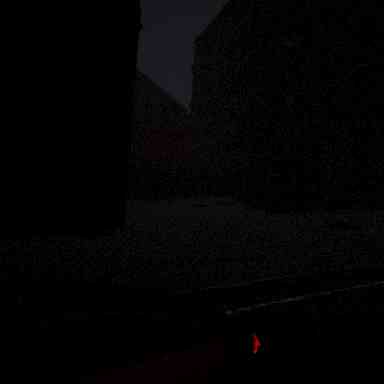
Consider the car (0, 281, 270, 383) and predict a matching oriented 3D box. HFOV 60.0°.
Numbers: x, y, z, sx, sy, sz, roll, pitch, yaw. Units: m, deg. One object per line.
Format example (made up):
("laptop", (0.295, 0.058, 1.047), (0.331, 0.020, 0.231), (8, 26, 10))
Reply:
("car", (-1.329, 1.564, 2.730), (4.181, 1.385, 1.994), (0, 0, -34))
